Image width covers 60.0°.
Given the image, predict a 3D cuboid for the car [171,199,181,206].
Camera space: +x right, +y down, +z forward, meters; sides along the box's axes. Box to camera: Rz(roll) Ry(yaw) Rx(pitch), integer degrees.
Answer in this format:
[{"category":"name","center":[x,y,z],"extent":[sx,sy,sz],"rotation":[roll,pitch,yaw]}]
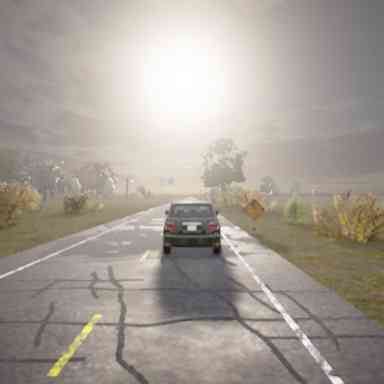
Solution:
[{"category":"car","center":[-3.505,2.202,71.697],"extent":[1.882,1.535,5.008],"rotation":[0,-1,0]}]

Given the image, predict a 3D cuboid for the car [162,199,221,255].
[{"category":"car","center":[0.001,1.351,14.037],"extent":[2.150,2.045,5.566],"rotation":[0,0,0]}]

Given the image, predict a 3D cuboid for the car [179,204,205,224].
[{"category":"car","center":[0.000,1.829,28.996],"extent":[2.033,1.411,5.357],"rotation":[0,-1,0]}]

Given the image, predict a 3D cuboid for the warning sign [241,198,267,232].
[{"category":"warning sign","center":[3.546,1.299,19.096],"extent":[1.300,1.860,1.060],"rotation":[0,-1,0]}]
